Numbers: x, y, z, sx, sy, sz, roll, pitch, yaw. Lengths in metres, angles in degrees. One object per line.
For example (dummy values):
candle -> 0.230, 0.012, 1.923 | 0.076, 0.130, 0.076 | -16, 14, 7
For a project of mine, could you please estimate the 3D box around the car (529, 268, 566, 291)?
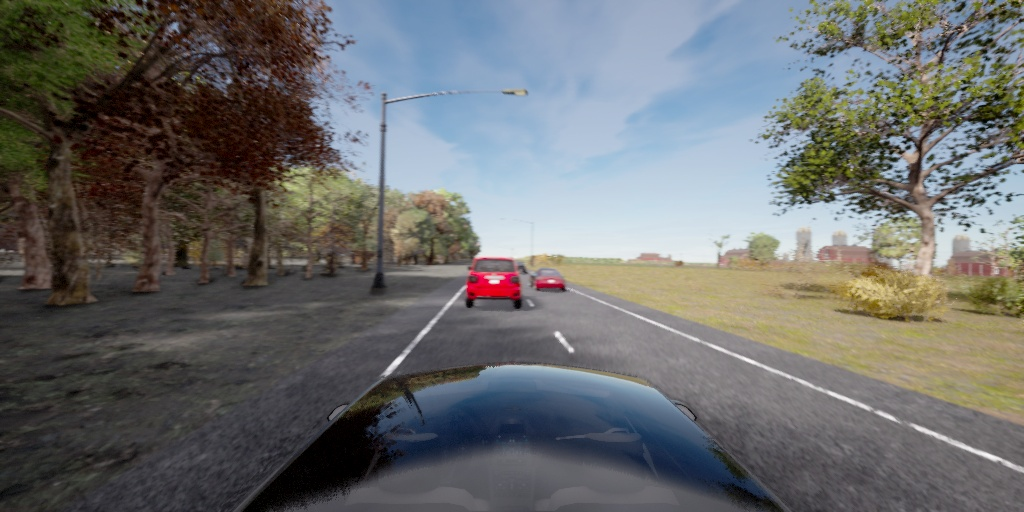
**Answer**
car -> 2.249, 1.491, 23.490 | 1.994, 1.385, 4.181 | 1, 0, -3

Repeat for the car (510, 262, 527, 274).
car -> 0.863, 1.537, 47.298 | 1.837, 1.490, 4.892 | 1, 0, -3

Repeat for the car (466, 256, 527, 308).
car -> -0.800, 1.041, 15.800 | 2.150, 2.045, 5.566 | 1, 0, -3
